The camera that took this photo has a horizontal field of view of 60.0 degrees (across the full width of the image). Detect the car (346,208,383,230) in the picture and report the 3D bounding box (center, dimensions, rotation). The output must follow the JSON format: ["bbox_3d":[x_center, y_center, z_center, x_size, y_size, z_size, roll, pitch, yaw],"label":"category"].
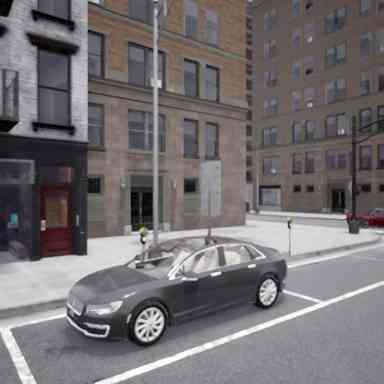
[{"bbox_3d":[11.984,1.640,19.991,4.718,1.301,1.895,0,0,42],"label":"car"}]

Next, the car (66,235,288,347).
[{"bbox_3d":[-0.031,1.550,6.235,4.403,1.369,2.008,0,0,-37],"label":"car"}]
